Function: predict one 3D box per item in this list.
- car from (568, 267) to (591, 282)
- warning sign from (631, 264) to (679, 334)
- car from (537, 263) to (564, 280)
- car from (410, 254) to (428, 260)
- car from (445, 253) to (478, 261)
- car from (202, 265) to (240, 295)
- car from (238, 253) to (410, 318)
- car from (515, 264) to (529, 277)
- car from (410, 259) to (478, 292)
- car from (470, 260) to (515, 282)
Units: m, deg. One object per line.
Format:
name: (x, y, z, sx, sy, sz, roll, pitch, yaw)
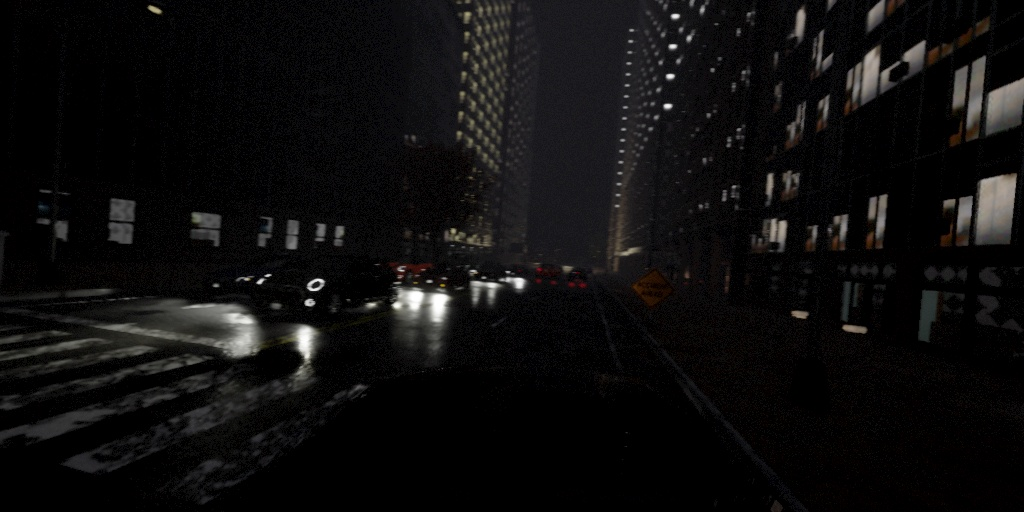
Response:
car: (7.281, 2.027, 39.563, 2.128, 1.511, 4.902, 5, 0, 13)
warning sign: (4.141, 1.256, 10.846, 1.300, 1.860, 1.060, 0, 0, 12)
car: (4.182, 1.635, 40.507, 2.097, 1.767, 4.553, 5, 0, 14)
car: (-6.459, 0.667, 21.801, 2.097, 1.767, 4.553, 5, 0, 12)
car: (-4.461, 0.747, 31.348, 2.150, 2.045, 5.566, 5, 0, 12)
car: (-8.312, 0.646, 12.941, 1.812, 1.442, 4.674, 5, 0, 12)
car: (-5.370, 0.706, 11.103, 2.097, 1.767, 4.553, 5, 0, 12)
car: (0.574, 1.583, 39.672, 1.895, 1.301, 4.718, 5, 0, 12)
car: (-3.644, 1.101, 19.521, 1.994, 1.385, 4.181, 5, 0, 12)
car: (-1.544, 1.307, 29.614, 2.033, 1.411, 5.357, 5, 0, 12)
